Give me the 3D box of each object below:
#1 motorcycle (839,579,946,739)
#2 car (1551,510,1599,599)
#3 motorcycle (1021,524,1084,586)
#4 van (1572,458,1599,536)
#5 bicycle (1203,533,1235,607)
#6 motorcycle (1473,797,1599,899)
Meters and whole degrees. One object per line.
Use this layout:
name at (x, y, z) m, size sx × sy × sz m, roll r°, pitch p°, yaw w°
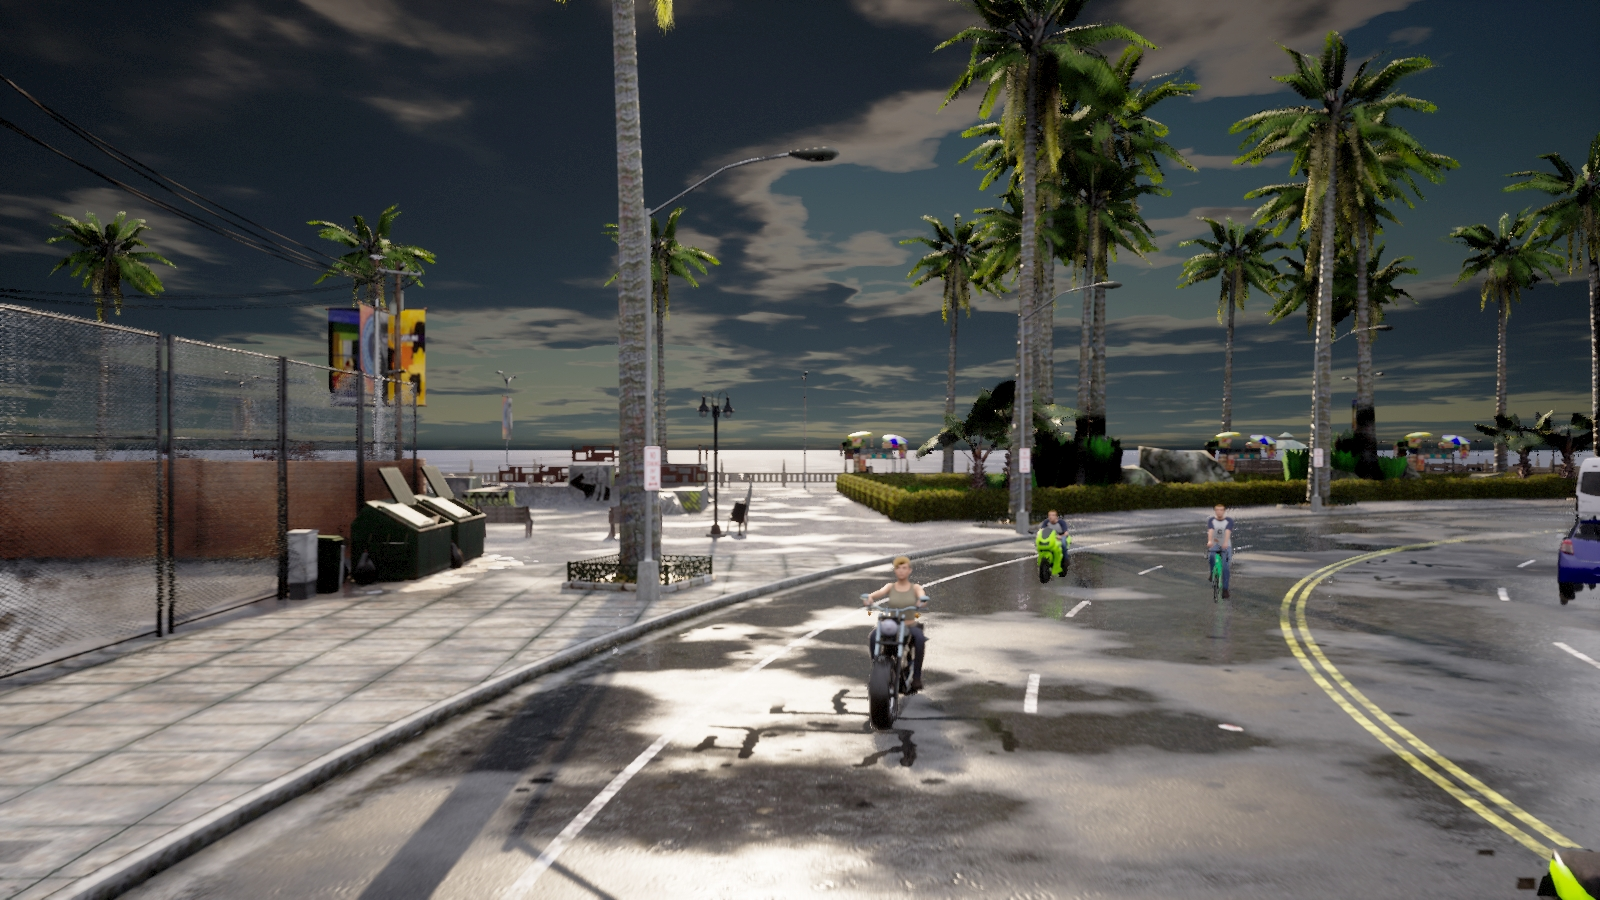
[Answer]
motorcycle at (1.047, 2.171, 12.338) m, size 0.764 × 1.277 × 2.356 m, roll 0°, pitch 0°, yaw 14°
car at (16.161, 2.041, 22.790) m, size 1.845 × 1.501 × 3.633 m, roll 0°, pitch 0°, yaw 36°
motorcycle at (5.428, 2.218, 24.508) m, size 0.803 × 1.145 × 2.033 m, roll 0°, pitch -1°, yaw 28°
van at (28.815, 1.539, 38.873) m, size 5.915 × 2.561 × 1.988 m, roll 0°, pitch 0°, yaw -32°
bicycle at (7.788, 2.208, 21.232) m, size 0.373 × 1.196 × 1.643 m, roll 0°, pitch 0°, yaw 26°
motorcycle at (3.535, 2.214, 4.369) m, size 0.803 × 1.145 × 2.033 m, roll 0°, pitch 0°, yaw 3°
